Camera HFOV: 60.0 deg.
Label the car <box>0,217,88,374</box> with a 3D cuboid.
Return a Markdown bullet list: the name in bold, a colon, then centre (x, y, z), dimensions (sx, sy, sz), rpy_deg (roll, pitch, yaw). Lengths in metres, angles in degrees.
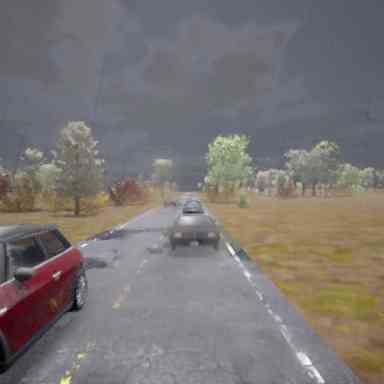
- **car**: centre (-3.100, 1.345, 4.647), dimensions (2.097, 1.767, 4.553), rpy_deg (0, 0, 0)

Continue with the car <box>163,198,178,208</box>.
- **car**: centre (-3.071, 1.511, 47.526), dimensions (1.895, 1.301, 4.718), rpy_deg (0, 0, 0)

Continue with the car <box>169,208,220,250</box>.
- **car**: centre (0.101, 1.580, 14.206), dimensions (1.895, 1.301, 4.718), rpy_deg (0, 0, 0)

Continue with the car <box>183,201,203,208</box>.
- **car**: centre (0.104, 1.508, 31.449), dimensions (1.994, 1.385, 4.181), rpy_deg (0, 0, 0)
